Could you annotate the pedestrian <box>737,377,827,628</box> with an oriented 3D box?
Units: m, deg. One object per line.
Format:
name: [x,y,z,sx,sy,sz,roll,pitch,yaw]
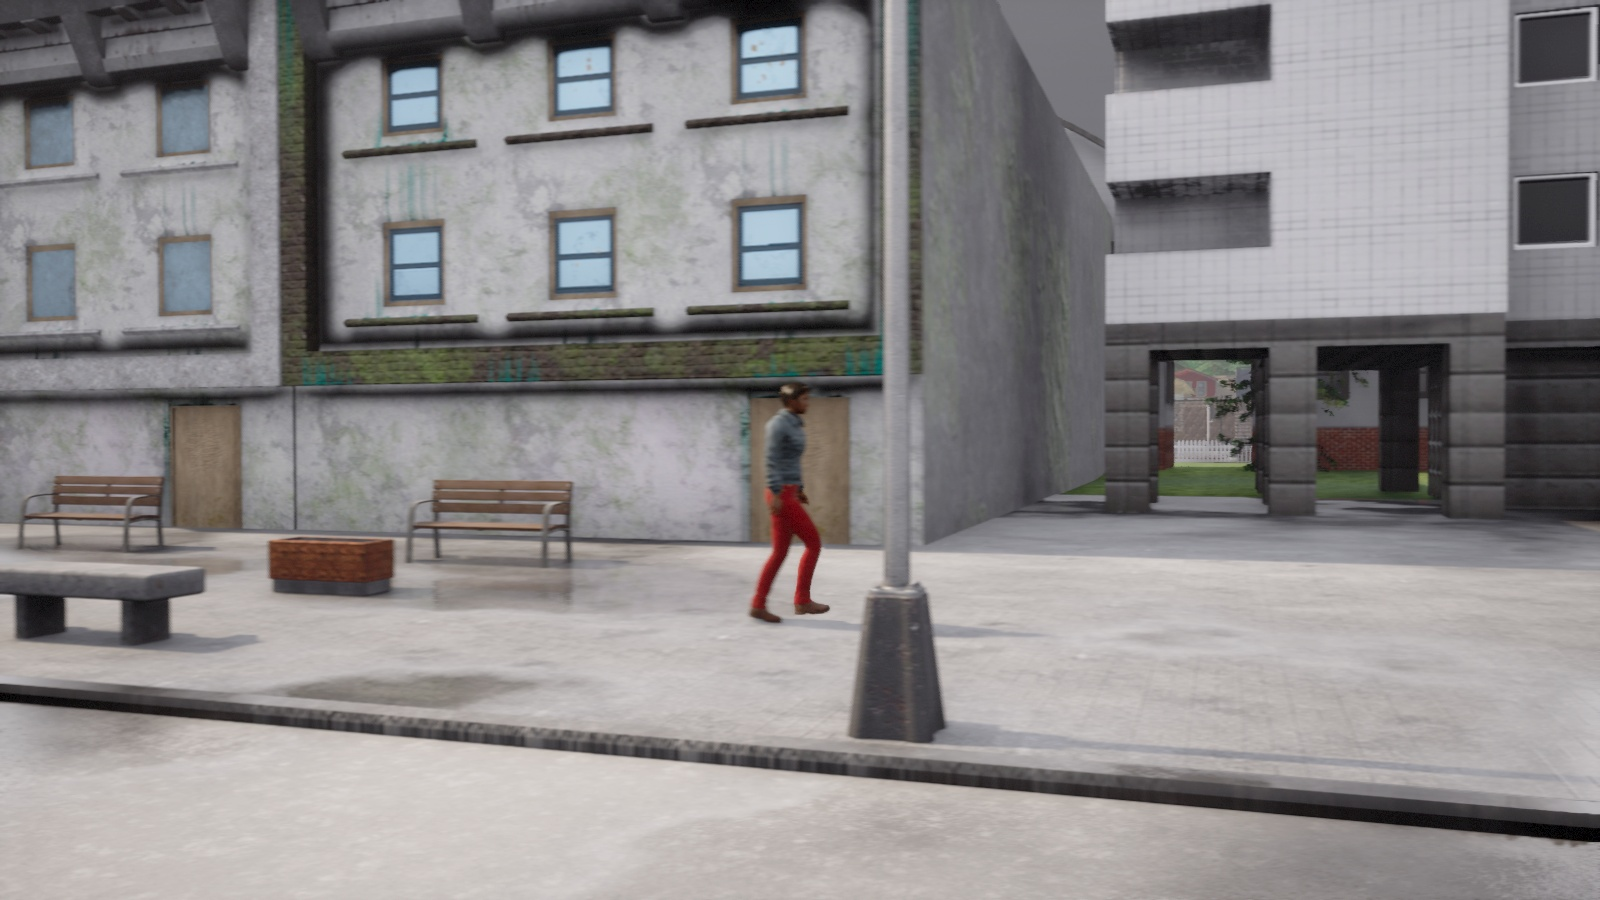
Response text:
pedestrian: [-0.133,0.384,9.481,0.614,1.847,0.353,0,1,12]
